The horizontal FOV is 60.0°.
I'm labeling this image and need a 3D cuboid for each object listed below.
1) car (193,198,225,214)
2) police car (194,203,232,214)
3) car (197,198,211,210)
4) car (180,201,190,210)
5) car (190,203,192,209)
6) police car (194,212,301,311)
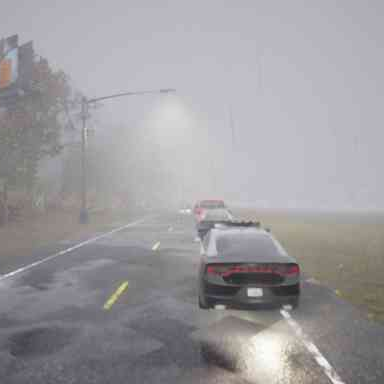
[{"bbox_3d":[1.413,1.527,24.053,2.150,2.045,5.566,0,-1,2],"label":"car"},{"bbox_3d":[1.255,1.642,18.152,1.930,1.638,5.238,0,-1,1],"label":"police car"},{"bbox_3d":[2.169,2.144,59.164,2.150,2.045,5.566,0,-1,4],"label":"car"},{"bbox_3d":[-1.111,2.455,61.297,2.128,1.511,4.902,0,-1,4],"label":"car"},{"bbox_3d":[1.288,2.016,45.167,2.097,1.767,4.553,0,-1,4],"label":"car"},{"bbox_3d":[1.089,1.515,8.187,1.930,1.638,5.238,0,-1,1],"label":"police car"}]
